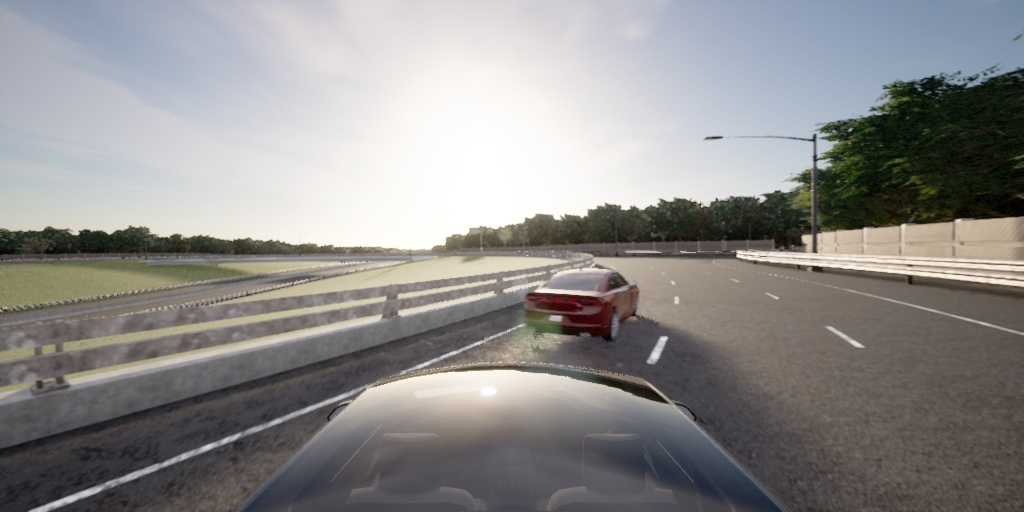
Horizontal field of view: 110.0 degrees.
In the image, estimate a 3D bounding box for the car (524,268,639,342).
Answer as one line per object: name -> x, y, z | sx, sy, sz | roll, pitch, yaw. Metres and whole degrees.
car -> 2.064, 1.057, 9.443 | 1.882, 1.535, 5.008 | 0, 1, 28
